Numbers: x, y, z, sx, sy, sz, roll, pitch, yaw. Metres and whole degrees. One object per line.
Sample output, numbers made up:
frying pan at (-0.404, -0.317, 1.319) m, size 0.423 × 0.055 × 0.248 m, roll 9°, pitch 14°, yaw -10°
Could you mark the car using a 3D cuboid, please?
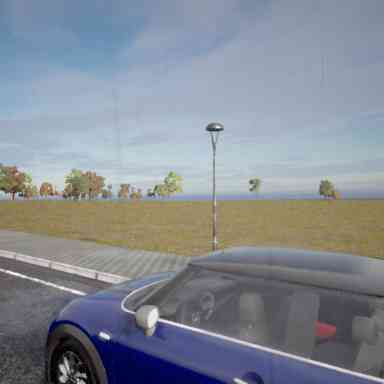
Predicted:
car at (0.542, 1.353, 3.328) m, size 4.553 × 1.767 × 2.097 m, roll 0°, pitch 0°, yaw 36°
